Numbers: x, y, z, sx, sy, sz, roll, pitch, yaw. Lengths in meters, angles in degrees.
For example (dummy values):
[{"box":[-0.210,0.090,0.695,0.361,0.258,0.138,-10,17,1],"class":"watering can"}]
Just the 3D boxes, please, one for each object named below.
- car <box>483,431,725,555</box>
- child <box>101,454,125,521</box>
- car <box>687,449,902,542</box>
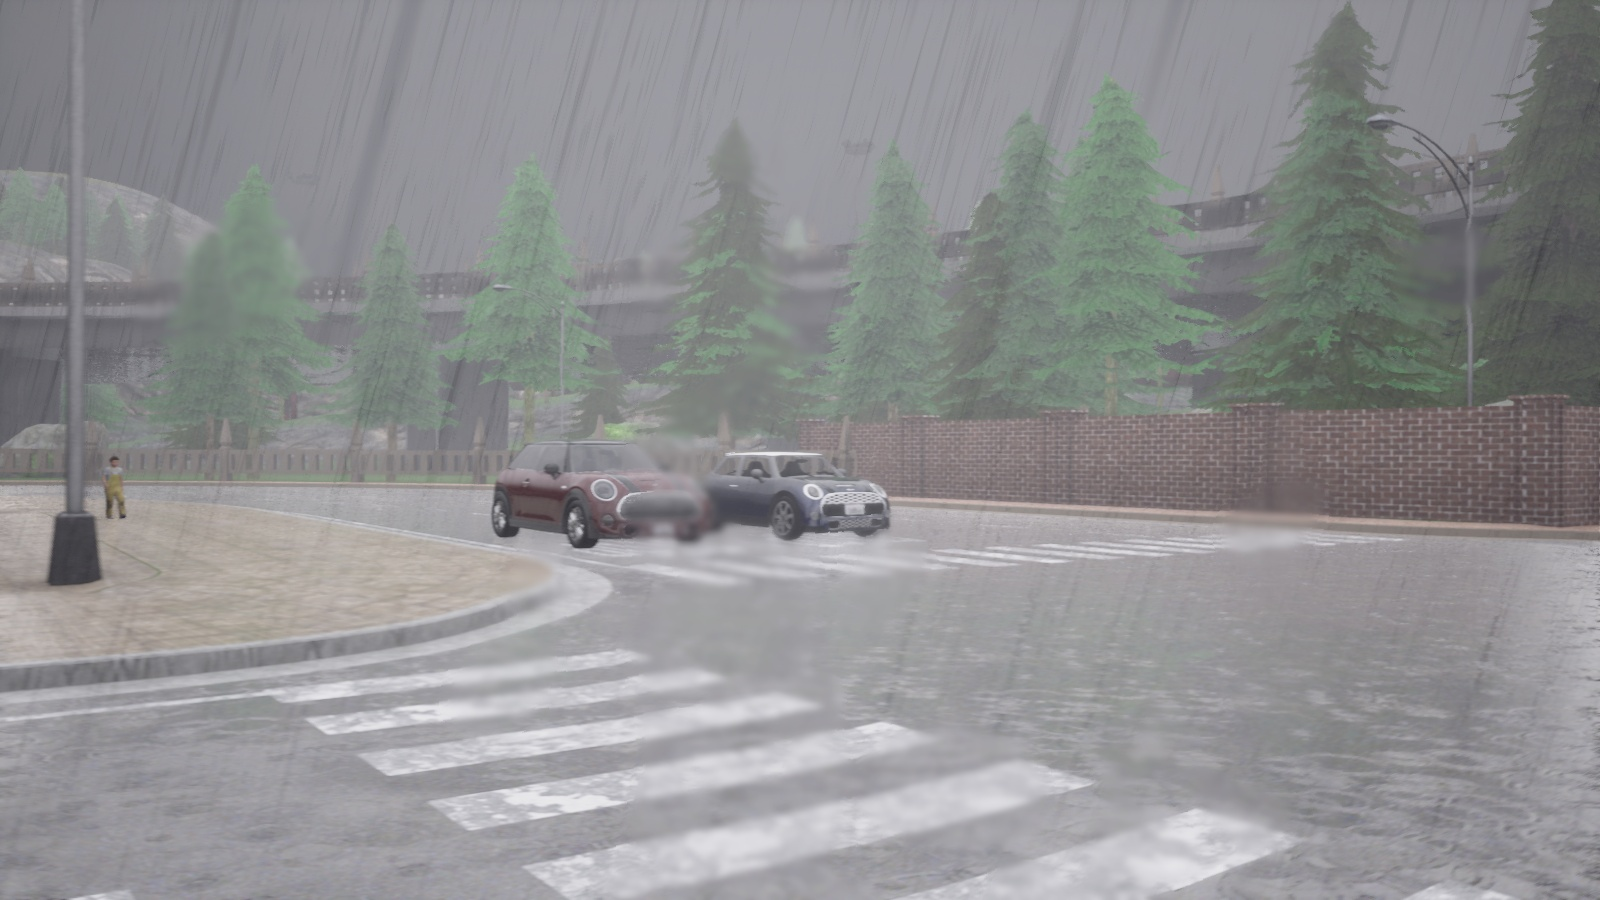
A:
[{"box":[-3.308,0.619,20.398,2.097,1.767,4.553,0,0,-35],"class":"car"},{"box":[-13.153,0.715,24.056,0.437,1.263,0.270,0,0,41],"class":"child"},{"box":[-0.185,0.730,22.034,1.970,1.475,3.806,0,0,-35],"class":"car"}]
